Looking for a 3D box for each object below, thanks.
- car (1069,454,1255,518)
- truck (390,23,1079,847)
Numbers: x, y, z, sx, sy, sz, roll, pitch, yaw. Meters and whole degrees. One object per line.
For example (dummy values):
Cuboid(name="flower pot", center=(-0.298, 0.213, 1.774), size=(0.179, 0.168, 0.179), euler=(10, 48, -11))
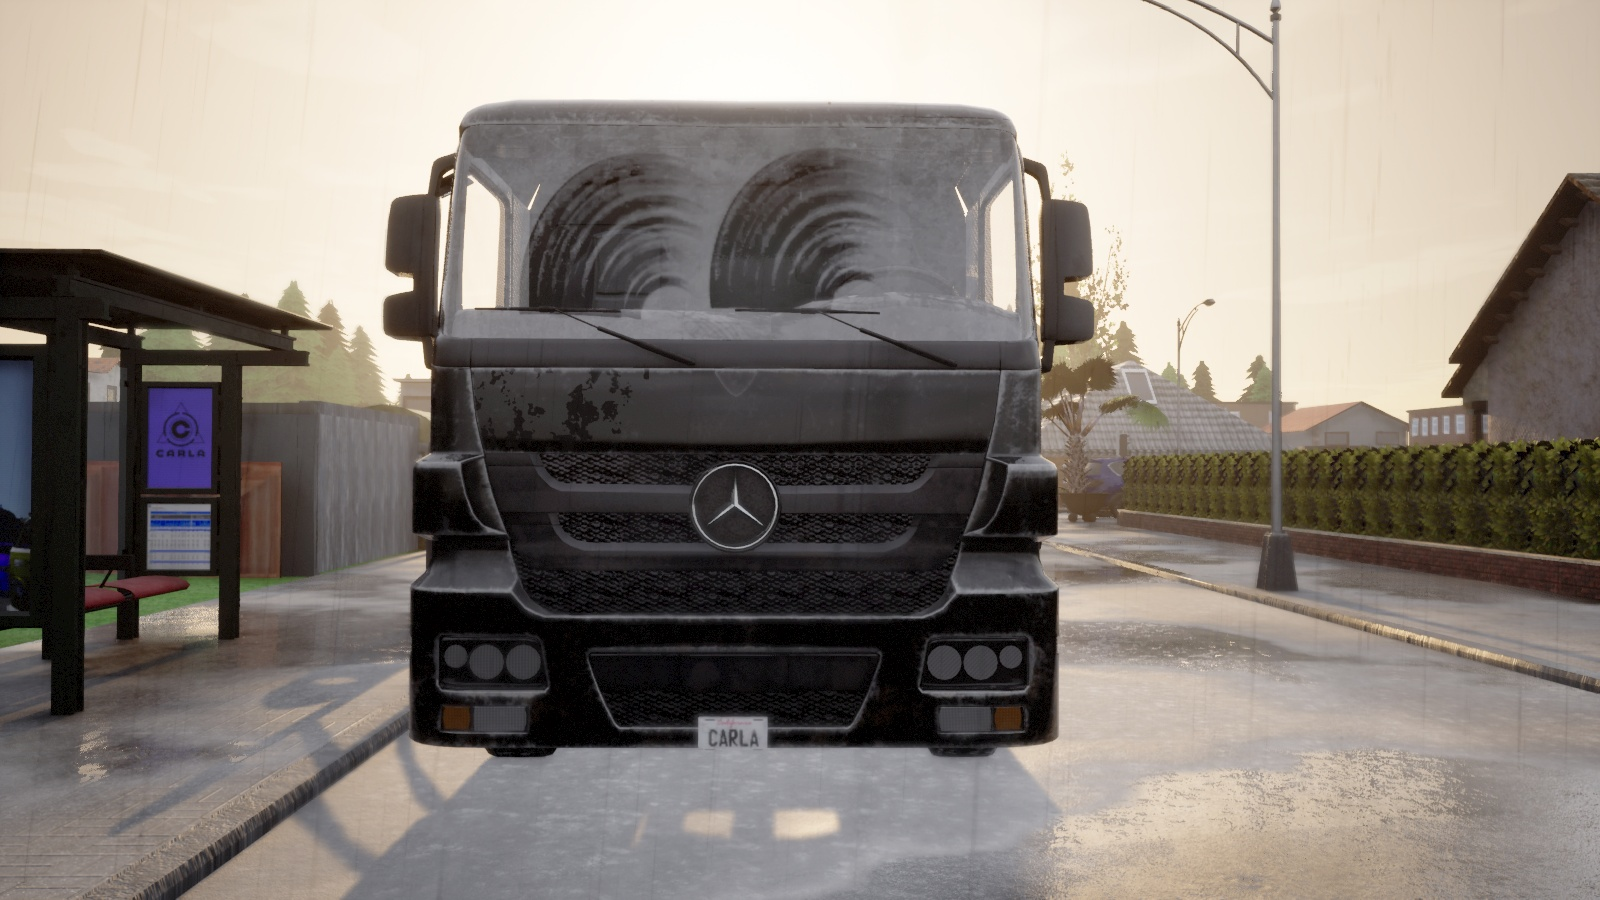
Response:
Cuboid(name="car", center=(12.090, 1.191, 42.147), size=(5.566, 2.045, 2.150), euler=(0, -1, -5))
Cuboid(name="truck", center=(-0.345, -0.011, 9.266), size=(2.891, 3.462, 7.936), euler=(0, -1, -1))
